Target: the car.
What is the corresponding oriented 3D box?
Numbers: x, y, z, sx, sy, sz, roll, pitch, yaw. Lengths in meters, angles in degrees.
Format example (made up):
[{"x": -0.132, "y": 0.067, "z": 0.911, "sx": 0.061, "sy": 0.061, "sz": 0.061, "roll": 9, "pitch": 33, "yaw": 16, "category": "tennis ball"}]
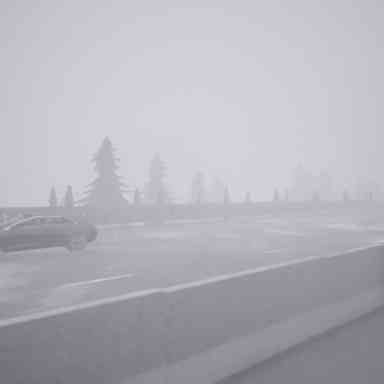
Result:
[{"x": -6.061, "y": 1.564, "z": 12.646, "sx": 4.902, "sy": 1.511, "sz": 2.128, "roll": 0, "pitch": 0, "yaw": -36, "category": "car"}]
